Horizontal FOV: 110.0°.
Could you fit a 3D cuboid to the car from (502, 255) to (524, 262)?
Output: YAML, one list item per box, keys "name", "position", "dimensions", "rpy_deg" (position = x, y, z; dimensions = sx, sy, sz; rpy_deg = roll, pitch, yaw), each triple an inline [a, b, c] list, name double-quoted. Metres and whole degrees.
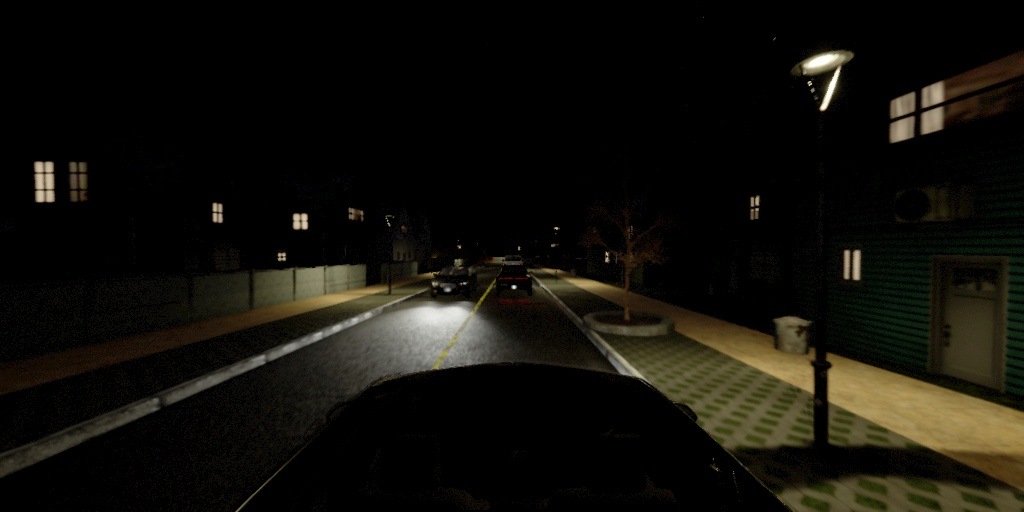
- name: "car"
  position: [0.098, 0.945, 38.549]
  dimensions: [2.150, 2.045, 5.566]
  rpy_deg: [0, 0, 0]

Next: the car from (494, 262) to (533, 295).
- name: "car"
  position: [0.098, 1.242, 19.554]
  dimensions: [1.837, 1.490, 4.892]
  rpy_deg: [0, 0, 0]

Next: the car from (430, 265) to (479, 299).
- name: "car"
  position: [-2.795, 1.230, 18.156]
  dimensions: [2.128, 1.511, 4.902]
  rpy_deg: [0, 0, 1]
